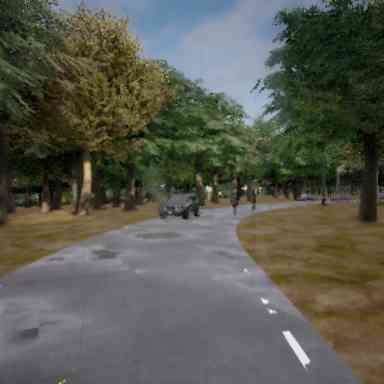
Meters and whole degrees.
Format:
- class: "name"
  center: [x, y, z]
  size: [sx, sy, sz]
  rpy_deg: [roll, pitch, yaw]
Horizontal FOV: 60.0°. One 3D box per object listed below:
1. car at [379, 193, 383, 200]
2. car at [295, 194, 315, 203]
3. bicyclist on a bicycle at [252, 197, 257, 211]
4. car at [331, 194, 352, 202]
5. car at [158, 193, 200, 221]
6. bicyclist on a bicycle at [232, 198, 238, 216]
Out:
- class: "car"
  center: [41.140, 1.004, 71.741]
  size: [4.902, 1.511, 2.128]
  rpy_deg: [-1, 1, -42]
- class: "car"
  center: [21.162, 1.149, 61.876]
  size: [4.674, 1.442, 1.812]
  rpy_deg: [-1, 1, -39]
- class: "bicyclist on a bicycle"
  center: [7.066, 1.352, 37.908]
  size: [0.582, 1.620, 1.656]
  rpy_deg: [0, 0, 25]
- class: "car"
  center: [28.489, 1.156, 63.433]
  size: [4.181, 1.385, 1.994]
  rpy_deg: [0, 1, -30]
- class: "car"
  center: [-0.913, 1.144, 27.254]
  size: [2.150, 2.045, 5.566]
  rpy_deg: [0, 0, 15]
- class: "bicyclist on a bicycle"
  center: [3.869, 1.375, 29.886]
  size: [0.582, 1.620, 1.656]
  rpy_deg: [0, 0, 18]
